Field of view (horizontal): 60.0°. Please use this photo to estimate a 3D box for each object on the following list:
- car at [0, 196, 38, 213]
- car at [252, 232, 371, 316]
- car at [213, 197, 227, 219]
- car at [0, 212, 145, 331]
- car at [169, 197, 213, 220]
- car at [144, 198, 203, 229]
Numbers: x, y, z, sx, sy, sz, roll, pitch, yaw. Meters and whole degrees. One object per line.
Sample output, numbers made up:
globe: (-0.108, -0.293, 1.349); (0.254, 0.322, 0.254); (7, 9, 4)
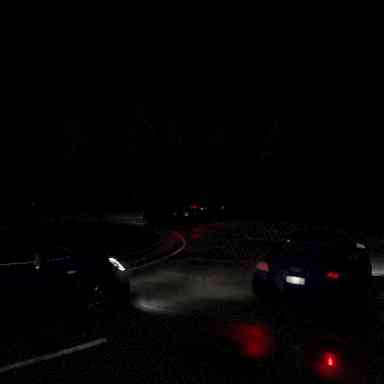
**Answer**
car: (-17.828, 1.330, 31.954); (5.566, 2.045, 2.150); (1, -1, -22)
car: (3.005, 1.650, 7.936); (1.994, 1.385, 4.181); (0, 0, 32)
car: (0.572, 1.469, 30.744); (5.566, 2.045, 2.150); (0, -1, 38)
car: (-3.386, 1.369, 5.761); (4.553, 1.767, 2.097); (1, -1, -40)
car: (-1.348, 1.432, 28.189); (5.566, 2.045, 2.150); (0, -2, 38)
car: (-1.631, 1.523, 23.374); (2.097, 1.767, 4.553); (0, 0, -36)
